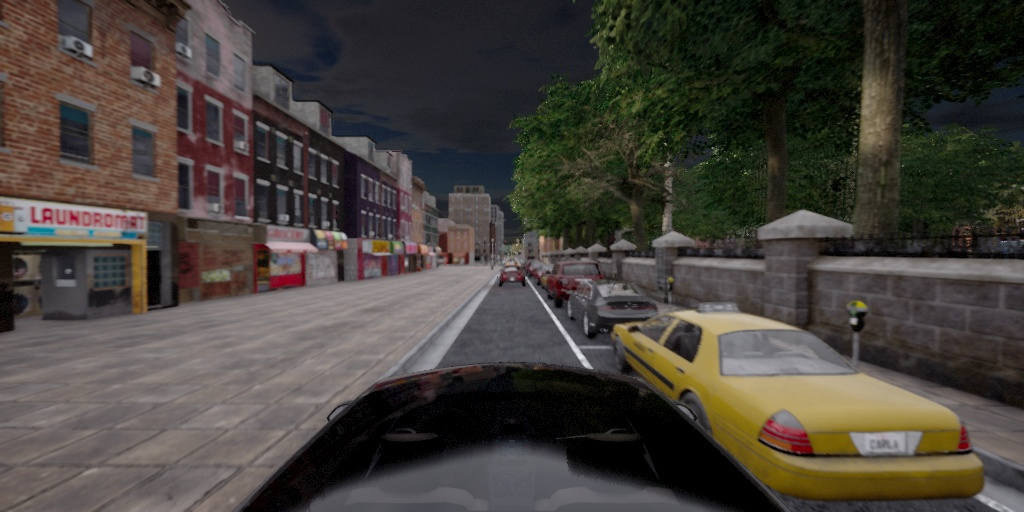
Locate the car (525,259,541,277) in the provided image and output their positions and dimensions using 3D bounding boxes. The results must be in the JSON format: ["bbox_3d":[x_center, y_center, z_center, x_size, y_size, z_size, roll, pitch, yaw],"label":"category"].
[{"bbox_3d":[2.650,1.330,37.359,1.967,1.591,4.097,0,0,0],"label":"car"}]

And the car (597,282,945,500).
[{"bbox_3d":[2.638,1.283,4.829,1.751,1.417,4.829,0,0,0],"label":"car"}]

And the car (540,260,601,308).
[{"bbox_3d":[2.642,1.107,15.559,2.192,1.841,5.009,0,0,0],"label":"car"}]

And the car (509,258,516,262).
[{"bbox_3d":[0.103,1.423,46.834,1.882,1.535,5.008,0,0,0],"label":"car"}]

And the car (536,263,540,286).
[{"bbox_3d":[2.644,1.339,21.179,1.751,1.417,4.829,0,0,0],"label":"car"}]

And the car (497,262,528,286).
[{"bbox_3d":[0.033,1.362,26.277,1.812,1.442,4.674,0,0,1],"label":"car"}]

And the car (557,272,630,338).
[{"bbox_3d":[2.640,1.323,10.110,2.007,1.370,4.403,0,0,0],"label":"car"}]

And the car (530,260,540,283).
[{"bbox_3d":[2.646,1.276,26.460,1.967,1.591,4.097,0,0,0],"label":"car"}]
